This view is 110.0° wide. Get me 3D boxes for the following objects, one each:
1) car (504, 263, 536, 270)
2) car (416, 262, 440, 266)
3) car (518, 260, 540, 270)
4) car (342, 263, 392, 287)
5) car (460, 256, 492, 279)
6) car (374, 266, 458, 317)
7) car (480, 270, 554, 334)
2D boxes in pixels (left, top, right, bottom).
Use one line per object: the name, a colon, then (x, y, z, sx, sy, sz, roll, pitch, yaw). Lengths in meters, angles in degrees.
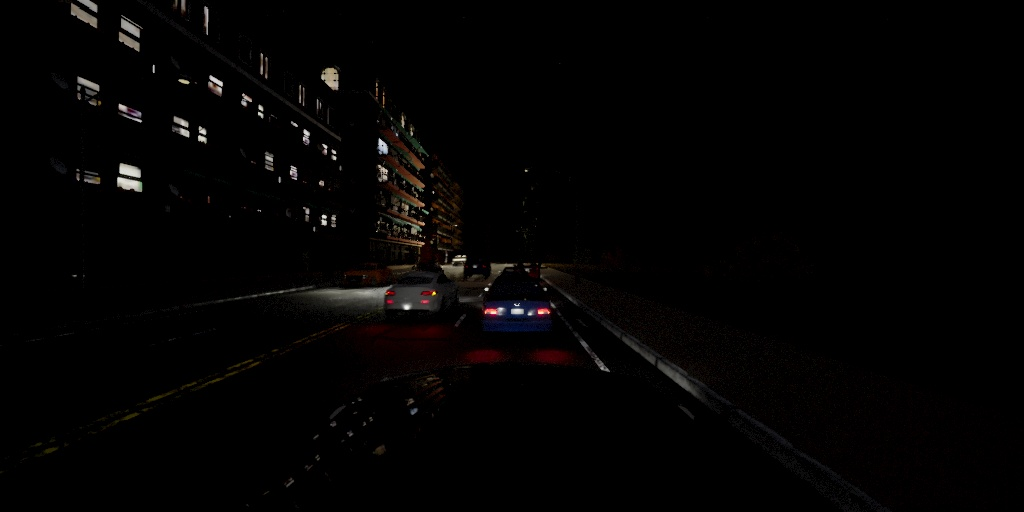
car: (0.129, 1.317, 20.922, 1.994, 1.385, 4.181, 0, 0, 1)
car: (-6.553, 1.245, 27.673, 2.128, 1.511, 4.902, 0, 0, 0)
car: (1.190, 1.105, 29.857, 2.097, 1.767, 4.553, 0, 0, 0)
car: (-9.808, 1.231, 24.670, 1.882, 1.535, 5.008, 0, 0, 0)
car: (-3.091, 0.976, 32.761, 2.150, 2.045, 5.566, 0, 0, 0)
car: (-3.132, 1.277, 13.016, 1.812, 1.442, 4.674, 0, 0, 0)
car: (0.118, 1.299, 10.589, 2.033, 1.411, 5.357, 0, 0, 0)
